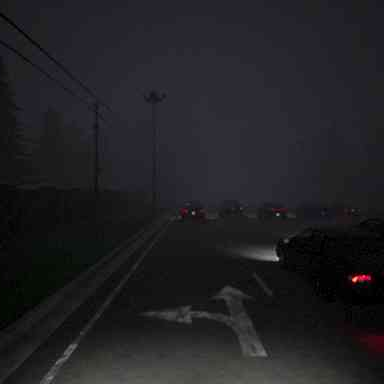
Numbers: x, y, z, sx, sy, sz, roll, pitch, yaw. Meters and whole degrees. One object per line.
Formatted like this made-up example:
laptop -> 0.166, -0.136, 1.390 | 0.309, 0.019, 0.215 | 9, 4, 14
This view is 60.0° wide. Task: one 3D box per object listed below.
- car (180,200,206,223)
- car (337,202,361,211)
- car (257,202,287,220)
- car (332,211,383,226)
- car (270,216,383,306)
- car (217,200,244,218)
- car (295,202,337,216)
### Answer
car -> 0.103, 1.626, 27.081 | 2.163, 1.488, 4.792 | 0, 0, 0
car -> 14.104, 1.690, 31.674 | 2.033, 1.411, 5.357 | 0, 0, 0
car -> 7.104, 1.639, 29.891 | 1.837, 1.490, 4.892 | 0, 0, 0
car -> 7.101, 1.619, 12.118 | 1.994, 1.385, 4.181 | 0, 0, 0
car -> 3.601, 1.585, 8.337 | 2.033, 1.411, 5.357 | 0, 0, 0
car -> 3.604, 1.496, 31.825 | 2.097, 1.767, 4.553 | 0, 0, 0
car -> 10.604, 1.610, 29.379 | 1.882, 1.535, 5.008 | 0, 0, 0
